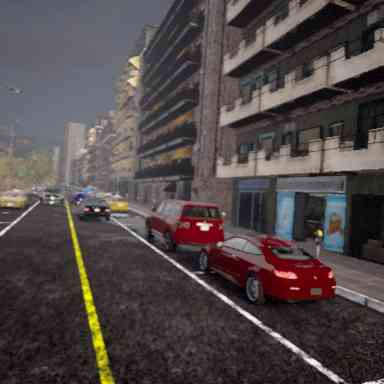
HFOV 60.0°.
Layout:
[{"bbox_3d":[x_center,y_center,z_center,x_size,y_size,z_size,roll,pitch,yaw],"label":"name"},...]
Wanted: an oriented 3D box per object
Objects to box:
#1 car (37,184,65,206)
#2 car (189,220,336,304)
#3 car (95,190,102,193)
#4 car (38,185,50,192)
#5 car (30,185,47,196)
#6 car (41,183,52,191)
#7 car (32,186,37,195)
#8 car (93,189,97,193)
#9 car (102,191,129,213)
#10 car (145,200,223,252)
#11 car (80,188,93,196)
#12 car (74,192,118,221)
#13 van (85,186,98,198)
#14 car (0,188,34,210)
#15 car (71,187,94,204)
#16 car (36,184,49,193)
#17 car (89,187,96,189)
[{"bbox_3d":[-13.300,0.341,31.785,2.097,1.767,4.553,4,0,-21],"label":"car"},{"bbox_3d":[1.597,1.667,8.193,1.802,1.307,4.206,5,0,-21],"label":"car"},{"bbox_3d":[-8.749,0.822,34.709,1.752,1.417,4.829,5,0,-21],"label":"car"},{"bbox_3d":[-30.190,-0.707,67.997,1.947,1.339,4.313,5,0,-21],"label":"car"},{"bbox_3d":[-24.023,-0.255,52.202,2.008,1.369,4.403,5,0,-21],"label":"car"},{"bbox_3d":[-34.291,-1.142,78.527,1.967,1.590,4.097,5,0,-21],"label":"car"},{"bbox_3d":[-21.968,-0.099,46.937,2.008,1.369,4.403,5,0,-21],"label":"car"},{"bbox_3d":[-10.747,0.695,39.821,2.008,1.369,4.403,5,0,-21],"label":"car"},{"bbox_3d":[-6.692,0.978,29.437,1.752,1.417,4.829,5,0,-21],"label":"car"},{"bbox_3d":[-0.440,1.244,13.464,2.192,1.841,5.009,5,0,-21],"label":"car"},{"bbox_3d":[-21.038,-0.070,66.178,1.947,1.339,4.313,5,0,-21],"label":"car"},{"bbox_3d":[-6.469,1.037,21.925,2.033,1.411,5.357,4,0,-21],"label":"car"},{"bbox_3d":[-16.904,0.017,55.636,1.690,1.788,3.998,5,0,-21],"label":"van"},{"bbox_3d":[-13.683,0.505,25.719,1.752,1.417,4.829,5,0,-21],"label":"car"},{"bbox_3d":[-12.522,0.553,37.478,1.812,1.442,4.674,4,0,-21],"label":"car"},{"bbox_3d":[-28.125,-0.677,62.732,1.967,1.590,4.097,5,0,-21],"label":"car"},{"bbox_3d":[-12.796,0.428,45.093,1.967,1.590,4.097,5,0,-21],"label":"car"}]
